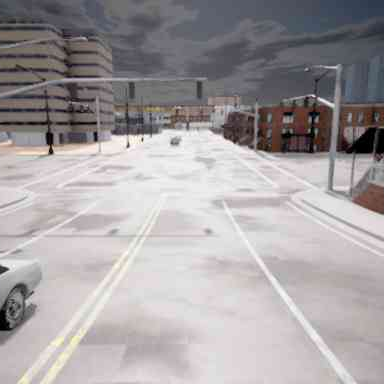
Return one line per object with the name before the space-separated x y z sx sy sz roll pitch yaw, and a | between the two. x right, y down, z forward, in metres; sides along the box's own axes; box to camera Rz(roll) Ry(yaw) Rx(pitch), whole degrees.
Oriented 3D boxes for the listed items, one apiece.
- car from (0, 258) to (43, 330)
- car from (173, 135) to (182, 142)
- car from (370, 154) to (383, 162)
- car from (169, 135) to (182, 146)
car | -3.587 1.485 3.690 1.895 1.301 4.718 0 2 0
car | -3.465 -13.266 82.238 2.033 1.411 5.357 0 12 0
car | 23.507 -4.377 37.897 5.566 2.045 2.150 0 12 0
car | -3.473 -10.142 67.016 1.837 1.490 4.892 0 12 0
